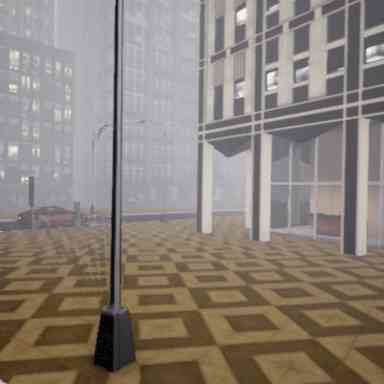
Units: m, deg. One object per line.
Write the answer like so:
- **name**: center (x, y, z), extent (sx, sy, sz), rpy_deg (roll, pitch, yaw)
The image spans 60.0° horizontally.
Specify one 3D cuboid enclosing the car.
- **car**: center (-9.086, 1.583, 21.824), extent (4.181, 1.385, 1.994), rpy_deg (0, 1, -41)
